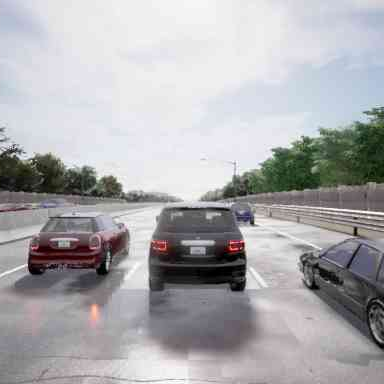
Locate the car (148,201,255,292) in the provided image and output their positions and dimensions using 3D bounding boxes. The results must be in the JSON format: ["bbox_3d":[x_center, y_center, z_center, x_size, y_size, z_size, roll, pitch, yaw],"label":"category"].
[{"bbox_3d":[0.124,1.264,9.208,2.150,2.045,5.566,0,0,0],"label":"car"}]

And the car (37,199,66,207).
[{"bbox_3d":[-17.483,1.874,41.823,2.150,2.045,5.566,0,-1,0],"label":"car"}]

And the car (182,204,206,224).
[{"bbox_3d":[0.178,1.808,28.384,1.882,1.535,5.008,0,-1,0],"label":"car"}]

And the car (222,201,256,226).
[{"bbox_3d":[3.672,1.651,26.939,2.097,1.767,4.553,0,-1,0],"label":"car"}]

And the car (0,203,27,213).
[{"bbox_3d":[-20.994,2.045,38.351,1.882,1.535,5.008,0,-1,0],"label":"car"}]

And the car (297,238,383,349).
[{"bbox_3d":[3.612,1.569,6.156,2.033,1.411,5.357,0,0,1],"label":"car"}]

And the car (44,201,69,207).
[{"bbox_3d":[-13.999,2.007,36.779,1.882,1.535,5.008,0,-1,0],"label":"car"}]

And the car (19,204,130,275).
[{"bbox_3d":[-3.367,1.408,10.805,2.097,1.767,4.553,0,-1,-1],"label":"car"}]
